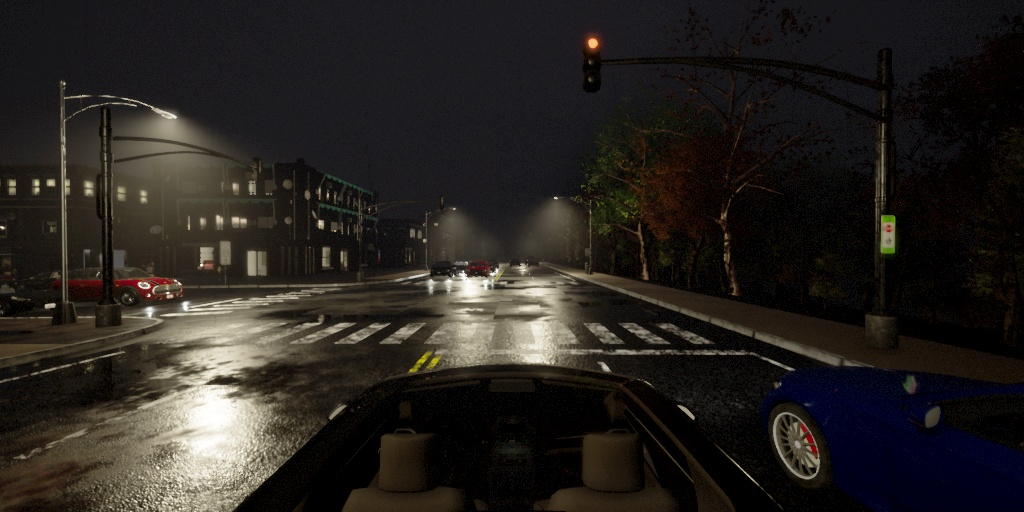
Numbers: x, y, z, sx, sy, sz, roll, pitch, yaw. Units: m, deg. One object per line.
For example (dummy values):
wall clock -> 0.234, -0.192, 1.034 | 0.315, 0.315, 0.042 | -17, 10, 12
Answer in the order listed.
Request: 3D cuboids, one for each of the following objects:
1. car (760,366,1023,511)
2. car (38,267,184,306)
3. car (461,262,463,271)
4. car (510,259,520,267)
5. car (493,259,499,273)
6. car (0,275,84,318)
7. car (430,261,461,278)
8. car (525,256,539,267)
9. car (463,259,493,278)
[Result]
car -> 3.355, 1.276, 1.587 | 1.812, 1.442, 4.674 | 0, 0, 1
car -> -17.994, 1.302, 16.484 | 4.553, 1.767, 2.097 | -1, 1, 0
car -> -6.266, 1.336, 44.122 | 1.895, 1.301, 4.718 | 0, 0, 1
car -> 0.585, 1.230, 64.812 | 1.837, 1.490, 4.892 | 0, 0, 0
car -> -3.008, 1.261, 44.491 | 1.812, 1.442, 4.674 | 0, 0, 1
car -> -19.858, 1.565, 13.767 | 4.313, 1.339, 1.948 | 0, 0, 1
car -> -6.349, 1.217, 33.682 | 1.882, 1.535, 5.008 | 0, 0, 0
car -> 3.835, 1.203, 64.653 | 1.882, 1.535, 5.008 | 0, 0, 1
car -> -3.093, 1.218, 33.539 | 1.882, 1.535, 5.008 | 0, 0, 1
